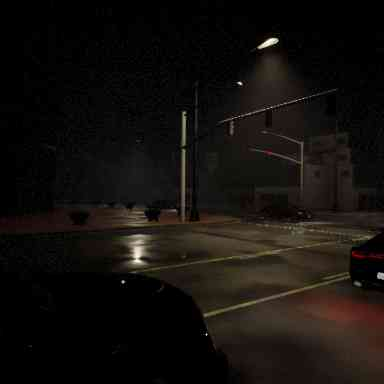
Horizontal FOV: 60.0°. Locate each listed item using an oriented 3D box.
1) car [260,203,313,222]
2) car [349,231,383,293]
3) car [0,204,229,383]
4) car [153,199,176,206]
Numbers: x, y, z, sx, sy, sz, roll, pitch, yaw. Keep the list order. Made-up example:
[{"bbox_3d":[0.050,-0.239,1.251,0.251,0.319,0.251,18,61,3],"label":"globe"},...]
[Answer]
[{"bbox_3d":[7.752,1.633,27.627,1.812,1.442,4.674,1,0,-35],"label":"car"},{"bbox_3d":[5.752,1.498,7.883,5.008,1.535,1.882,0,0,-35],"label":"car"},{"bbox_3d":[-2.328,1.222,2.083,5.566,2.045,2.150,0,0,-36],"label":"car"},{"bbox_3d":[-3.732,1.659,44.090,1.994,1.385,4.181,1,-1,-35],"label":"car"}]
